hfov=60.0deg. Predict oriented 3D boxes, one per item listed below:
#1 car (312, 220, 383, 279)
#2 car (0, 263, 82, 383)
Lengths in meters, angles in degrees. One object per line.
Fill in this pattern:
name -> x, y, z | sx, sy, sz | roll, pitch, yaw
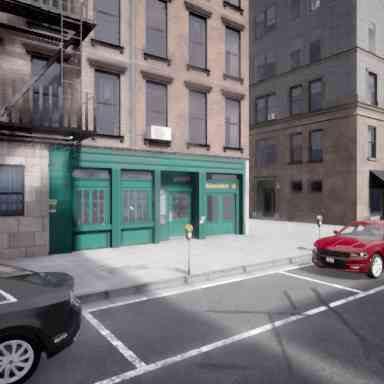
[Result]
car -> 5.464, 1.544, 10.056 | 4.507, 1.381, 1.887 | 0, 0, -35
car -> -3.525, 1.551, 3.679 | 4.403, 1.369, 2.008 | 0, 0, -35
